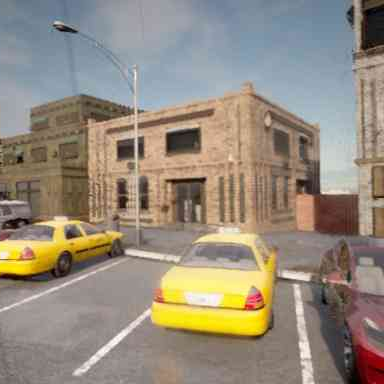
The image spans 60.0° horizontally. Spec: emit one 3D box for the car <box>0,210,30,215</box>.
[{"bbox_3d":[-6.368,1.585,12.029,2.163,1.488,4.792,0,-1,15],"label":"car"}]

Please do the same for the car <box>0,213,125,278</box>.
[{"bbox_3d":[-3.934,1.537,10.476,1.946,1.575,5.366,0,-1,15],"label":"car"}]

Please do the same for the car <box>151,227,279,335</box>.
[{"bbox_3d":[0.836,1.502,7.069,1.946,1.575,5.366,0,-1,16],"label":"car"}]

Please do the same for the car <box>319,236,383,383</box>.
[{"bbox_3d":[3.161,1.516,5.155,2.163,1.488,4.792,0,-1,16],"label":"car"}]

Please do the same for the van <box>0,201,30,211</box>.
[{"bbox_3d":[-8.789,1.345,13.590,1.878,1.987,4.442,0,-1,15],"label":"van"}]
